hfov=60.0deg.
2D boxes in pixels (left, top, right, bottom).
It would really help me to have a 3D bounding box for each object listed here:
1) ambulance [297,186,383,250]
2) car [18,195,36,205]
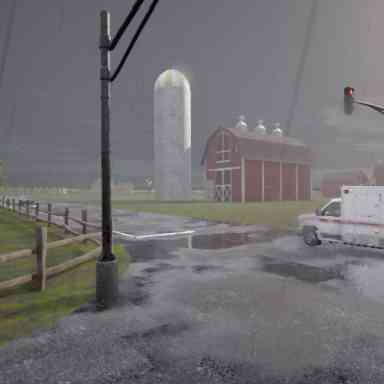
[{"bbox_3d":[6.840,1.018,11.743,2.351,2.431,6.366,0,1,-36],"label":"ambulance"},{"bbox_3d":[-24.683,1.197,49.697,1.837,1.490,4.892,-1,1,-36],"label":"car"}]
